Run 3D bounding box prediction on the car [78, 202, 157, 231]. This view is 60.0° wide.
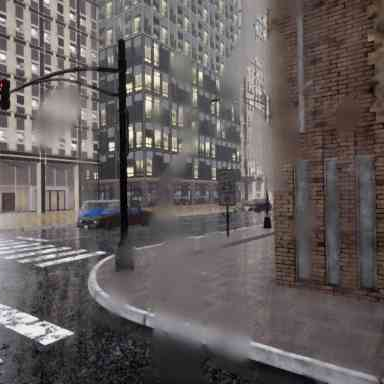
[{"bbox_3d":[-4.525,1.613,21.213,2.033,1.411,5.357,-1,-1,36],"label":"car"}]

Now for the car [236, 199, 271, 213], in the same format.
[{"bbox_3d":[7.313,1.598,37.742,2.128,1.511,4.902,-1,-1,36],"label":"car"}]

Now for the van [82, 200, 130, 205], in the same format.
[{"bbox_3d":[-6.070,1.460,23.512,1.690,1.788,3.998,-2,-1,36],"label":"van"}]
